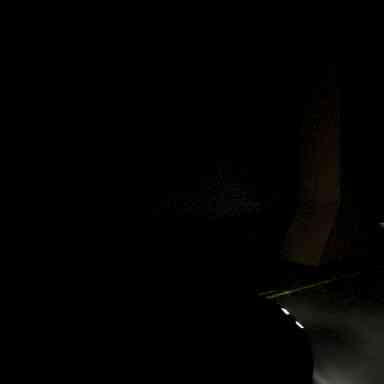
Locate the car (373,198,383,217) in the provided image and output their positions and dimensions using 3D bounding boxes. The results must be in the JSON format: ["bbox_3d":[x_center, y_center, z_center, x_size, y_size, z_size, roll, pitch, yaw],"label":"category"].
[{"bbox_3d":[14.291,1.305,27.078,4.553,1.767,2.097,0,0,-35],"label":"car"}]

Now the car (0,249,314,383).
[{"bbox_3d":[-0.925,1.351,3.084,4.553,1.767,2.097,0,0,-36],"label":"car"}]
